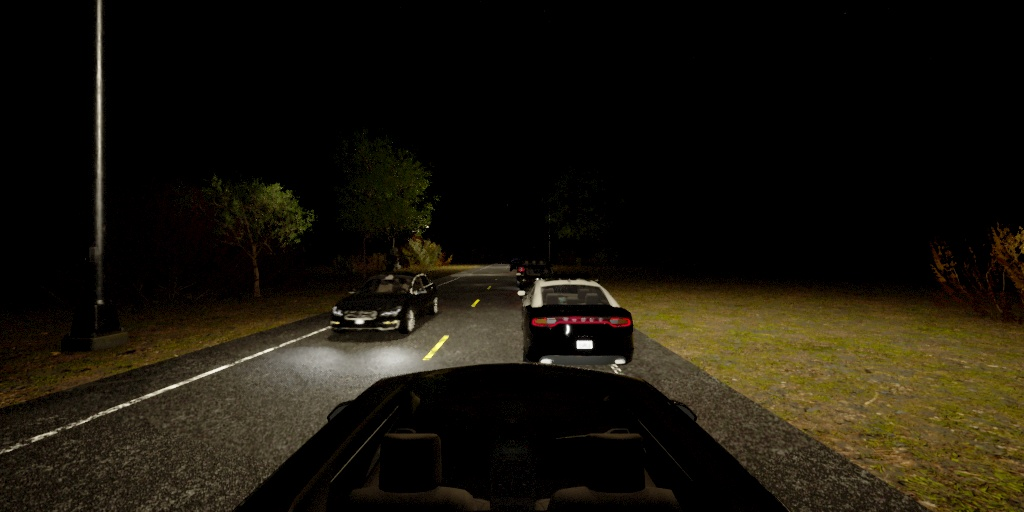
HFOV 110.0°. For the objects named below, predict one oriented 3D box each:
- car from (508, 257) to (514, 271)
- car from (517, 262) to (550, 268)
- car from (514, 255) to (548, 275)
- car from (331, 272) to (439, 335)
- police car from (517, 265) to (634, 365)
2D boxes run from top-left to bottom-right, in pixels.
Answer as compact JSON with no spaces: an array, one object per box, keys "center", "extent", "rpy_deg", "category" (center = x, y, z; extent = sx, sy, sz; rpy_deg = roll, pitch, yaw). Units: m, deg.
[{"center":[0.700,1.233,46.572],"extent":[1.812,1.442,4.674],"rpy_deg":[0,0,1],"category":"car"},{"center":[1.305,1.250,18.039],"extent":[1.837,1.490,4.892],"rpy_deg":[0,0,1],"category":"car"},{"center":[1.389,0.963,24.069],"extent":[2.150,2.045,5.566],"rpy_deg":[0,0,1],"category":"car"},{"center":[-3.452,1.252,10.626],"extent":[1.837,1.490,4.892],"rpy_deg":[0,0,1],"category":"car"},{"center":[1.164,1.174,8.151],"extent":[1.930,1.638,5.238],"rpy_deg":[0,0,1],"category":"police car"}]
